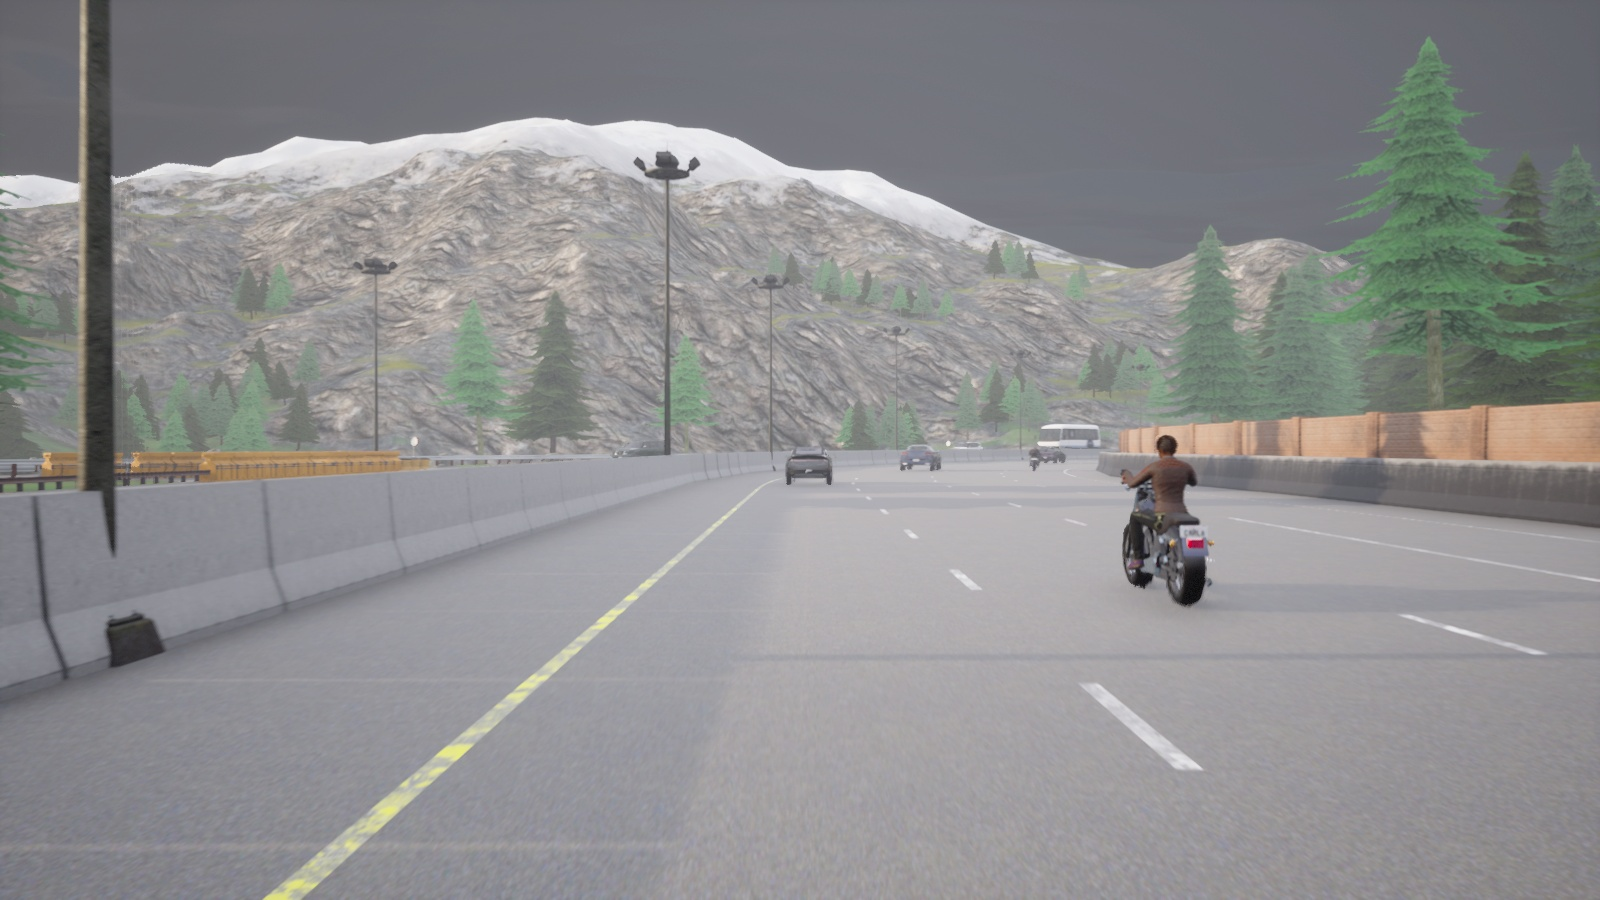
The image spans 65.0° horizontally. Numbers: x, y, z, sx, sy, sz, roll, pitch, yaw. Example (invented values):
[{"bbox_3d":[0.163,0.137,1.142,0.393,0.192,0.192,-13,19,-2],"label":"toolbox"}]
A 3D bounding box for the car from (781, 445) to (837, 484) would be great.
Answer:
[{"bbox_3d":[0.430,0.563,51.073,2.128,1.511,4.902,0,0,2],"label":"car"}]

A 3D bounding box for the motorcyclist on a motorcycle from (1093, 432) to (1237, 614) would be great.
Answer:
[{"bbox_3d":[3.588,0.666,12.577,0.766,1.649,2.350,0,0,0],"label":"motorcyclist on a motorcycle"}]

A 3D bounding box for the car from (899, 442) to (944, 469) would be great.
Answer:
[{"bbox_3d":[7.614,0.316,78.300,2.152,1.651,5.027,0,0,13],"label":"car"}]
